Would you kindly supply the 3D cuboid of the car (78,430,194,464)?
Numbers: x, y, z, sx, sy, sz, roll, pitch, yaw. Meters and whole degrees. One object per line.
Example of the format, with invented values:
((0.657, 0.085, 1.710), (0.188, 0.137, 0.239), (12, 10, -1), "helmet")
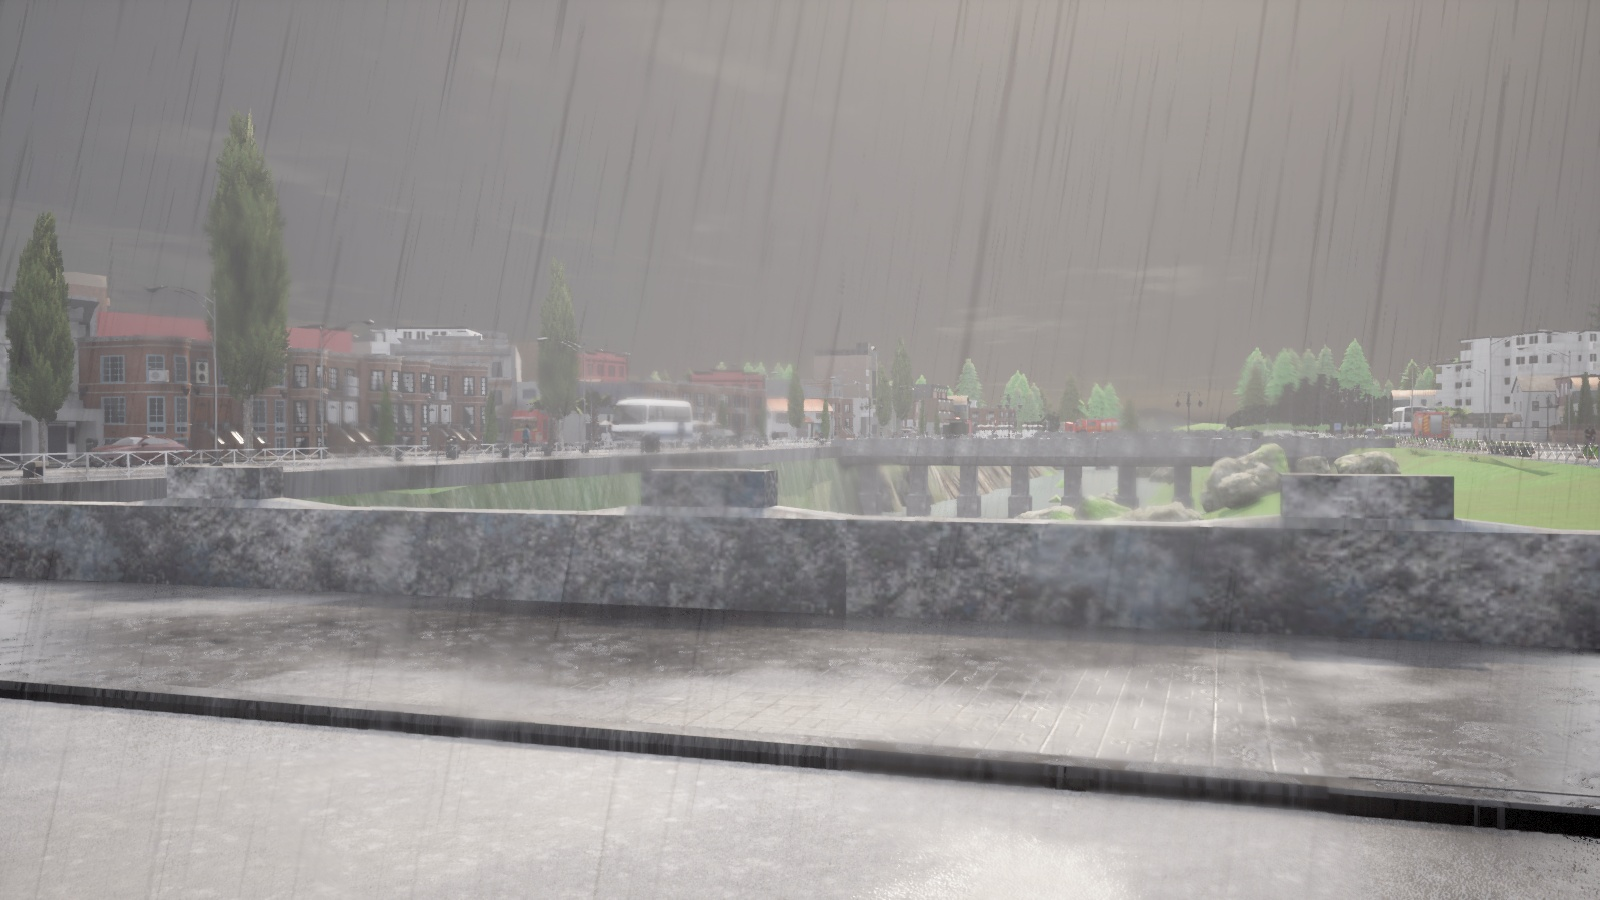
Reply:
((-30.088, -0.174, 57.066), (1.812, 1.442, 4.674), (1, 1, 19), "car")

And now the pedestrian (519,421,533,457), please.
((-14.833, -0.609, 68.057), (0.396, 1.930, 0.692), (1, 1, 23), "pedestrian")
